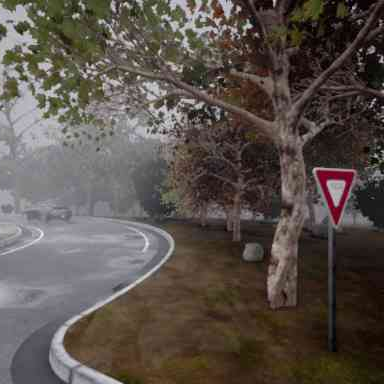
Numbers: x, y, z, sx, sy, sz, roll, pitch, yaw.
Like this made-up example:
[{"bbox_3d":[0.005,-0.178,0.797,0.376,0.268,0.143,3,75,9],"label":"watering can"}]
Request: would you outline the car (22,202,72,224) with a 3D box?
[{"bbox_3d":[-10.960,1.498,24.983,4.902,1.511,2.128,0,0,40],"label":"car"}]
